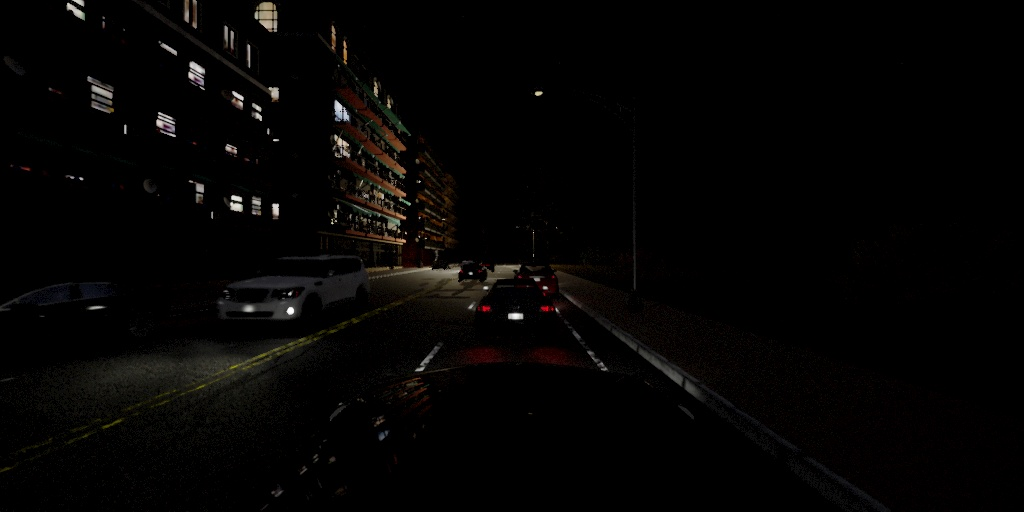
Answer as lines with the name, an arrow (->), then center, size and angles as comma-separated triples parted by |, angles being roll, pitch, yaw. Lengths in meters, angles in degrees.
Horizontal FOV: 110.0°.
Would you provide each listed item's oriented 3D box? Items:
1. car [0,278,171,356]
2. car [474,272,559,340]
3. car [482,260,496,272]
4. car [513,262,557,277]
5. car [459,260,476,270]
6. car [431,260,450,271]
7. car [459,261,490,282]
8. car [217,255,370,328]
car -> -9.849, 1.242, 7.280 | 2.128, 1.511, 4.902 | 0, 0, 0
car -> 0.097, 1.314, 10.007 | 1.994, 1.385, 4.181 | 0, 0, 0
car -> -3.134, 1.252, 44.988 | 1.837, 1.490, 4.892 | 0, 0, 0
car -> 1.143, 1.101, 18.587 | 2.097, 1.767, 4.553 | 0, 0, 0
car -> -6.576, 1.346, 53.256 | 1.895, 1.301, 4.718 | 0, 0, 0
car -> -9.830, 1.272, 49.694 | 1.812, 1.442, 4.674 | 0, 0, 0
car -> -3.140, 1.313, 29.315 | 1.994, 1.385, 4.181 | 0, 0, 0
car -> -6.598, 0.972, 11.745 | 2.150, 2.045, 5.566 | 0, 0, 0
